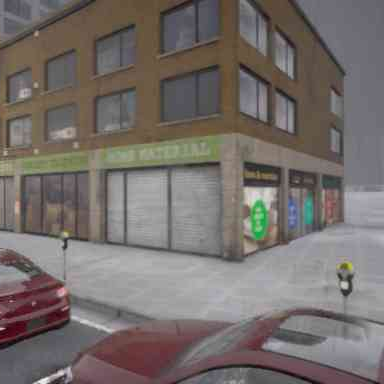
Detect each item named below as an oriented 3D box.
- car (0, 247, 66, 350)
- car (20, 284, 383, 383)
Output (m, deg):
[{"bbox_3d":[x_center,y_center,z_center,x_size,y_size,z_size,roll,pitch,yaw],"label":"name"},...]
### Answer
[{"bbox_3d":[-3.770,1.611,5.652,4.206,1.307,1.802,0,0,35],"label":"car"},{"bbox_3d":[0.749,1.585,2.429,4.206,1.307,1.802,0,0,35],"label":"car"}]
